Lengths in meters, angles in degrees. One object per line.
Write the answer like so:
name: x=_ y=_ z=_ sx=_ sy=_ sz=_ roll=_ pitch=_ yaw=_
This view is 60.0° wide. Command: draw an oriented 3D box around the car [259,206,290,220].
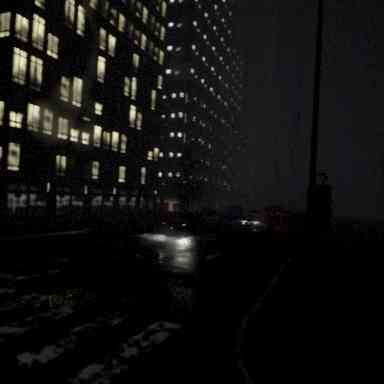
car: x=10.088 y=2.737 z=40.297 sx=2.150 sy=2.045 sz=5.566 roll=3 pitch=-1 yaw=23

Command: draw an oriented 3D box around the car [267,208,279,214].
car: x=18.411 y=4.262 z=75.766 sx=1.947 sy=1.339 sz=4.313 roll=2 pitch=-1 yaw=22

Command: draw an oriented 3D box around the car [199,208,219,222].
car: x=1.318 y=2.329 z=34.043 sx=1.967 sy=1.590 sz=4.097 roll=2 pitch=-1 yaw=22

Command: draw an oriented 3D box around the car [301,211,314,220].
car: x=19.739 y=3.980 z=56.928 sx=1.802 sy=1.307 sz=4.206 roll=2 pitch=-1 yaw=22

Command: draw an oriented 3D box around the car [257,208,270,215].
car: x=14.136 y=3.827 z=65.334 sx=1.802 sy=1.307 sz=4.206 roll=2 pitch=-1 yaw=22

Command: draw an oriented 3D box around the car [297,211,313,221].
car: x=17.602 y=3.739 z=51.711 sx=1.947 sy=1.339 sz=4.313 roll=2 pitch=-1 yaw=22

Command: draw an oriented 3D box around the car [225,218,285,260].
car: x=2.757 y=2.144 z=15.145 sx=2.008 sy=1.369 sz=4.403 roll=2 pitch=-1 yaw=22

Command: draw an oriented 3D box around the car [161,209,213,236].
car: x=-0.389 y=2.096 z=23.037 sx=1.812 sy=1.442 sz=4.674 roll=3 pitch=-1 yaw=22

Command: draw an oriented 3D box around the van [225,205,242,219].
van: x=5.597 y=2.683 z=44.477 sx=1.690 sy=1.788 sz=3.998 roll=2 pitch=-1 yaw=22

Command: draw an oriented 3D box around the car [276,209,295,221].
car: x=14.304 y=3.456 z=50.694 sx=2.128 sy=1.511 sz=4.902 roll=3 pitch=-1 yaw=23

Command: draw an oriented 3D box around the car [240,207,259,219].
car: x=8.040 y=2.987 z=43.430 sx=1.812 sy=1.442 sz=4.674 roll=3 pitch=-1 yaw=23

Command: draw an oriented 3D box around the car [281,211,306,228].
car: x=11.188 y=3.061 z=36.060 sx=1.947 sy=1.339 sz=4.313 roll=2 pitch=-1 yaw=22
